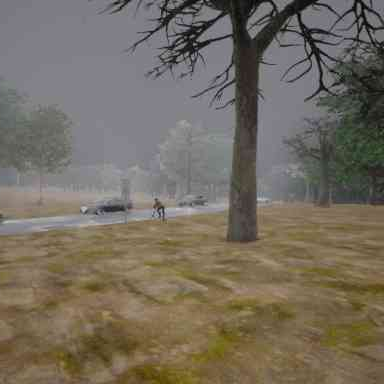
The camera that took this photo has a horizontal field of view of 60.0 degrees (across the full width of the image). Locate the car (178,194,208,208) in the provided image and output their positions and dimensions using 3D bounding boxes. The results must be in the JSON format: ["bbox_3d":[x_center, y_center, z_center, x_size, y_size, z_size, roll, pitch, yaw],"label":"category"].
[{"bbox_3d":[0.163,1.065,39.740,1.837,1.490,4.892,1,1,31],"label":"car"}]

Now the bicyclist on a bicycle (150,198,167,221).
[{"bbox_3d":[-2.451,1.288,24.053,1.656,1.620,0.582,0,0,36],"label":"bicyclist on a bicycle"}]

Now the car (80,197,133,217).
[{"bbox_3d":[-7.227,1.204,28.474,2.128,1.511,4.902,2,2,35],"label":"car"}]

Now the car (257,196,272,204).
[{"bbox_3d":[12.178,1.283,55.803,1.895,1.301,4.718,1,0,23],"label":"car"}]

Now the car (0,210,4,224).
[{"bbox_3d":[-13.572,1.413,19.788,1.994,1.385,4.181,1,2,35],"label":"car"}]
